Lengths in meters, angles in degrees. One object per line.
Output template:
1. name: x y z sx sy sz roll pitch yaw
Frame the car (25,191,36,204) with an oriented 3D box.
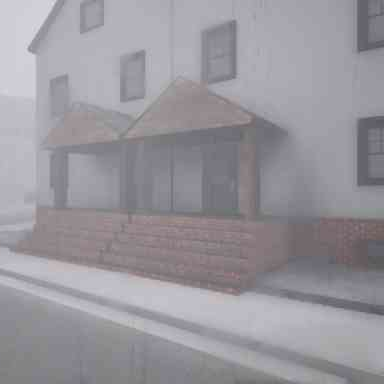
1. car: -13.146 -0.078 30.938 2.097 1.767 4.553 0 10 35
